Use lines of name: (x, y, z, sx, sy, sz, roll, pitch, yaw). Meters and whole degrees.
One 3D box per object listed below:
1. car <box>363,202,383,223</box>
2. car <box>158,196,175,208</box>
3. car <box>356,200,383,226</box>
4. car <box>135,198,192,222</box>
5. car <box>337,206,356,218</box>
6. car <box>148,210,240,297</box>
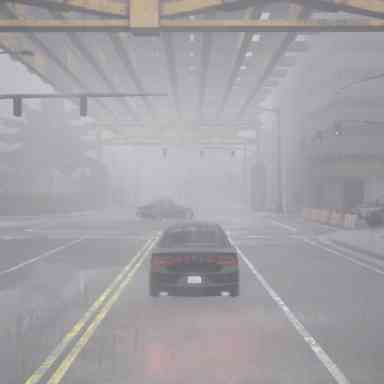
car: (13.262, 1.240, 20.940, 4.536, 1.218, 1.853, 0, 0, -20)
car: (-3.693, 1.437, 48.407, 2.128, 1.511, 4.902, 0, 0, 0)
car: (13.213, 1.398, 20.922, 4.974, 1.542, 2.038, 0, 0, -20)
car: (-1.979, 1.464, 25.258, 4.902, 1.511, 2.128, 0, 1, -43)
car: (13.577, 1.234, 25.059, 4.536, 1.218, 1.853, 0, 0, 25)
car: (0.051, 1.468, 8.617, 1.882, 1.535, 5.008, 0, 0, 0)
